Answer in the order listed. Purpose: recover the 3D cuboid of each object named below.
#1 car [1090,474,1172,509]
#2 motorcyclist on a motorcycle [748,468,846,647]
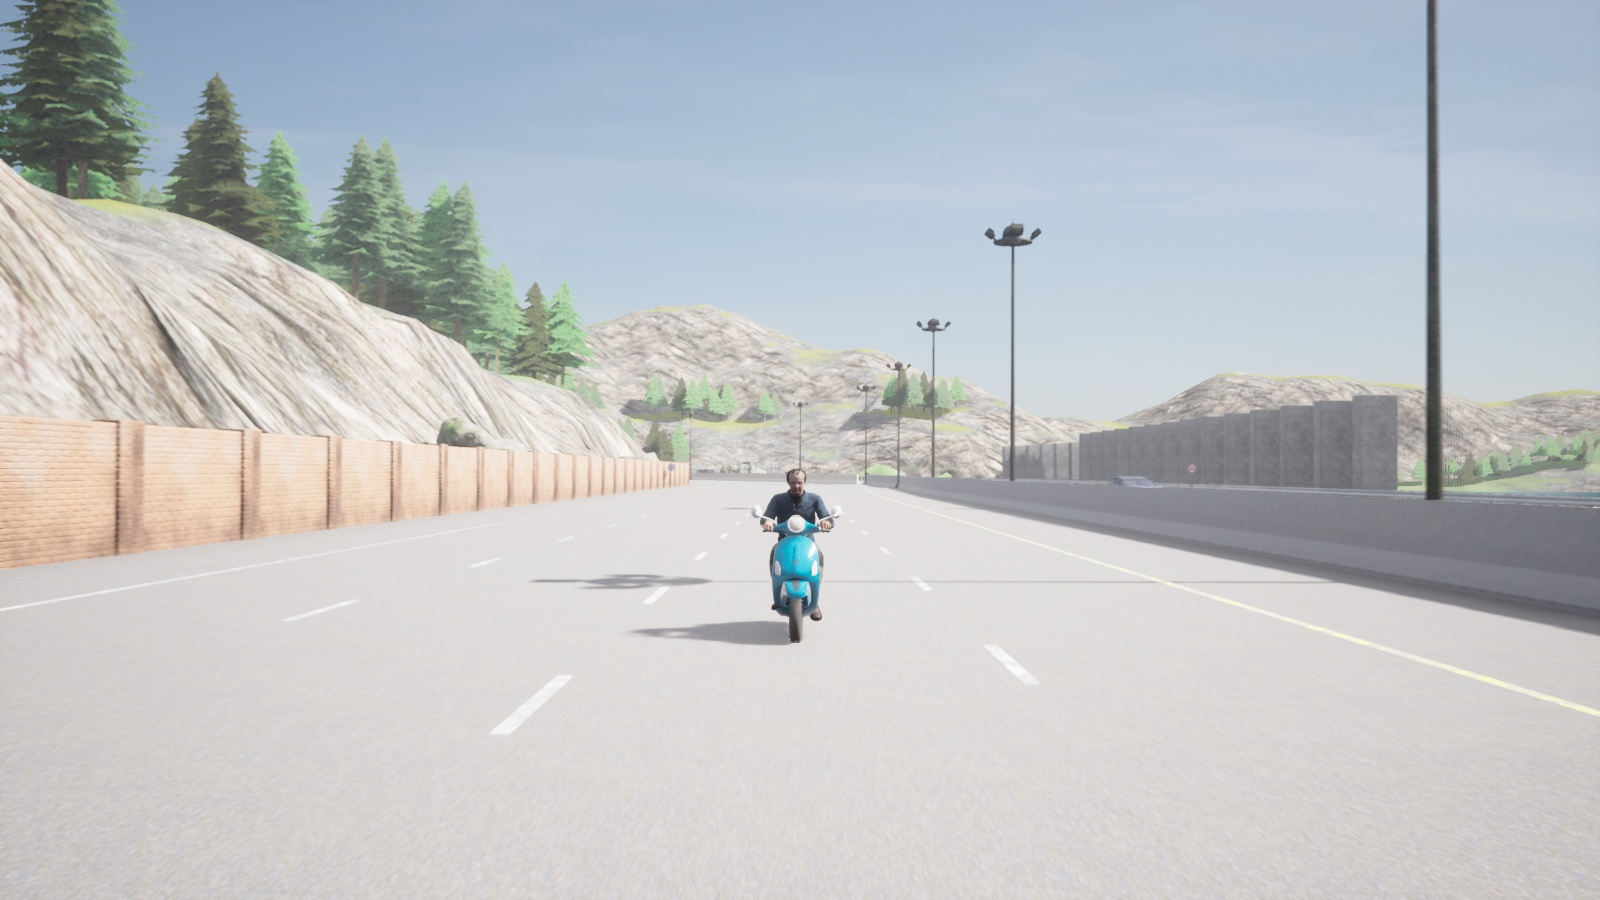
[{"bbox_3d":[13.876,1.708,53.020,2.033,1.411,5.357,0,-1,0],"label":"car"},{"bbox_3d":[-0.029,0.975,12.137,0.866,1.590,1.817,0,-1,0],"label":"motorcyclist on a motorcycle"}]
